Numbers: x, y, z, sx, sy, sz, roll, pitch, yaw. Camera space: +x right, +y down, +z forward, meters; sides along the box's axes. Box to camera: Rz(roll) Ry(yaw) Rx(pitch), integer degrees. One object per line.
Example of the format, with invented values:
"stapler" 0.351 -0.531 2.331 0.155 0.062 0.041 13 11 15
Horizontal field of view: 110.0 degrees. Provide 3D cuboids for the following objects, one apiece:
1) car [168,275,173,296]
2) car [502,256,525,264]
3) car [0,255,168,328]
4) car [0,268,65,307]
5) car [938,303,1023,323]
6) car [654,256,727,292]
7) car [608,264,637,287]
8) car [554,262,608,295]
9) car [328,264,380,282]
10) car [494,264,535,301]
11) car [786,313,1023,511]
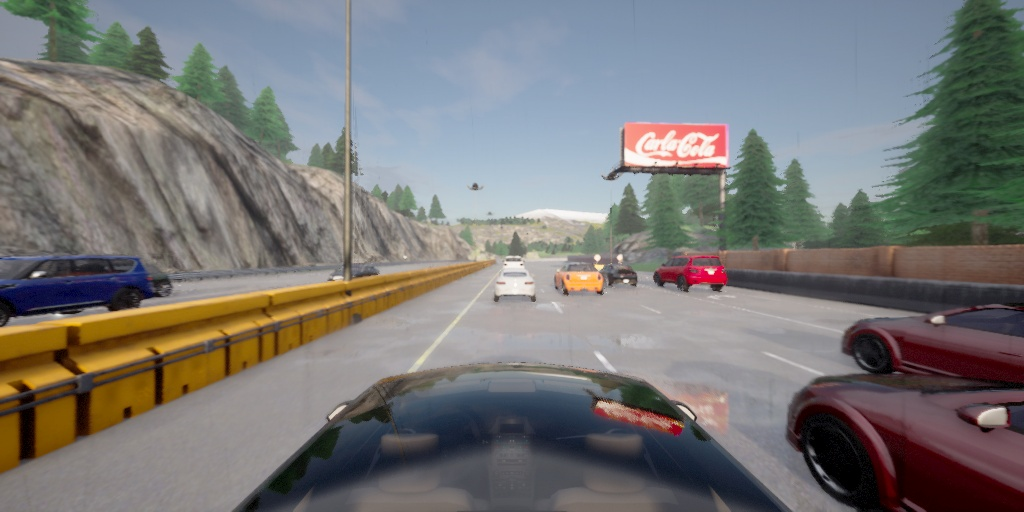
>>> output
"car" -17.553 1.105 15.440 2.097 1.767 4.553 0 0 0
"car" 0.160 1.037 38.554 2.150 2.045 5.566 0 0 0
"car" -14.077 0.971 10.657 2.150 2.045 5.566 0 0 0
"car" -21.059 1.272 13.821 1.812 1.442 4.674 0 0 0
"car" 7.124 1.328 4.906 1.994 1.385 4.181 0 0 0
"car" 10.639 1.014 21.832 2.150 2.045 5.566 0 -1 0
"car" 7.143 1.304 24.835 1.837 1.490 4.892 0 0 0
"car" 3.637 1.137 20.254 2.097 1.767 4.553 0 0 0
"car" -10.476 1.269 24.146 2.128 1.511 4.902 0 0 1
"car" 0.133 1.303 17.422 1.812 1.442 4.674 0 0 0
"car" 3.637 1.319 1.715 1.994 1.385 4.181 0 0 0
